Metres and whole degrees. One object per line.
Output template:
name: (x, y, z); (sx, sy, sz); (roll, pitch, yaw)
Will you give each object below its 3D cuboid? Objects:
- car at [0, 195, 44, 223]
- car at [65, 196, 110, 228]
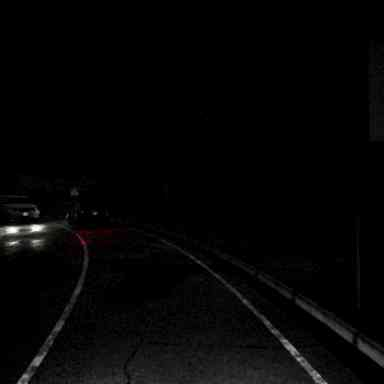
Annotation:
car: (-13.757, 1.261, 25.982); (2.150, 2.045, 5.566); (1, -1, -41)
car: (-7.160, 1.393, 22.695); (2.097, 1.767, 4.553); (0, 0, -31)
